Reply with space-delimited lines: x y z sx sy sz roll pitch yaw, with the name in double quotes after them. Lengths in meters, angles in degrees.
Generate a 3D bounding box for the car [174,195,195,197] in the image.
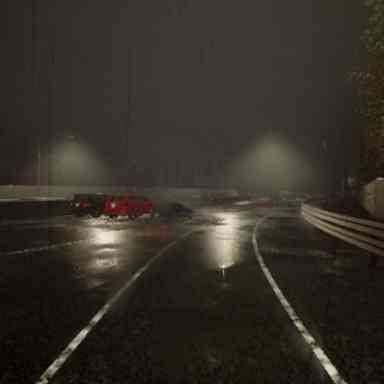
-1.064 1.535 66.509 1.837 1.490 4.892 0 0 26 "car"

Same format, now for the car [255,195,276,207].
11.313 1.570 52.022 1.994 1.385 4.181 0 0 26 "car"

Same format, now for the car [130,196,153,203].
-10.672 1.581 70.761 2.033 1.411 5.357 0 0 26 "car"

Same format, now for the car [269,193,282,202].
18.737 1.288 75.044 2.150 2.045 5.566 0 0 26 "car"

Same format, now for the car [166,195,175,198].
-4.235 1.558 67.989 2.128 1.511 4.902 0 0 26 "car"

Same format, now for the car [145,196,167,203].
-7.396 1.580 69.493 2.033 1.411 5.357 0 0 26 "car"

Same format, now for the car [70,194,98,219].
-7.914 1.165 28.709 2.150 2.045 5.566 0 0 26 "car"

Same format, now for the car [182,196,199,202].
-0.406 1.616 83.703 2.033 1.411 5.357 0 0 26 "car"

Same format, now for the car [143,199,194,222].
-1.511 1.479 25.833 1.812 1.442 4.674 0 0 26 "car"

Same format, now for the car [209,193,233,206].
4.947 1.233 54.943 2.150 2.045 5.566 0 0 26 "car"

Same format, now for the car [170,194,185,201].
-3.669 1.430 84.998 2.097 1.767 4.553 0 0 26 "car"

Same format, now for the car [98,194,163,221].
-4.720 1.165 27.272 2.150 2.045 5.566 0 0 26 "car"
